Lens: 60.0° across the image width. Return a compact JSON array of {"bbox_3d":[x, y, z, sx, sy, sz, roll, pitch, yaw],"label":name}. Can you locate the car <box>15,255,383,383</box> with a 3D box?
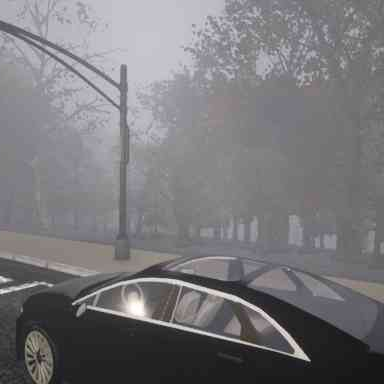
[{"bbox_3d":[-0.017,1.491,3.712,4.902,1.511,2.128,0,0,34],"label":"car"}]
